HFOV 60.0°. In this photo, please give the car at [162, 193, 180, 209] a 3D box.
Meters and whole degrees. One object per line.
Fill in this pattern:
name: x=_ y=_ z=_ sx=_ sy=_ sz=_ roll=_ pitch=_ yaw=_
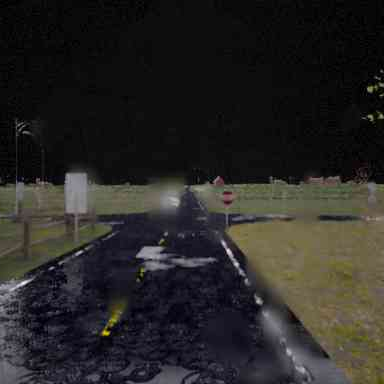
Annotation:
car: x=-2.748 y=1.220 z=44.580 sx=2.150 sy=2.045 sz=5.566 roll=0 pitch=2 yaw=0
